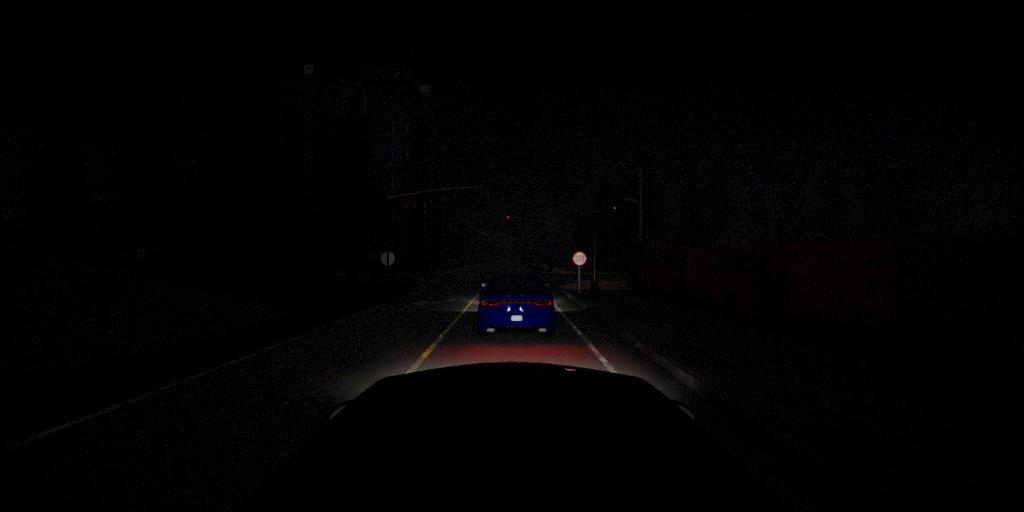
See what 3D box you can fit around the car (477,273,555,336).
[{"bbox_3d":[0.098,1.227,10.415,1.882,1.535,5.008,0,0,0],"label":"car"}]
